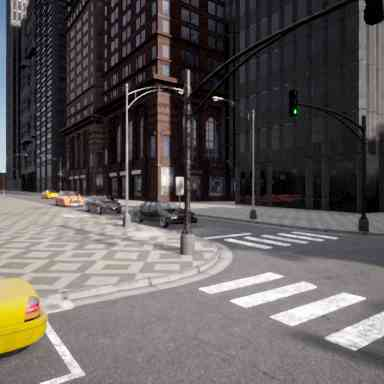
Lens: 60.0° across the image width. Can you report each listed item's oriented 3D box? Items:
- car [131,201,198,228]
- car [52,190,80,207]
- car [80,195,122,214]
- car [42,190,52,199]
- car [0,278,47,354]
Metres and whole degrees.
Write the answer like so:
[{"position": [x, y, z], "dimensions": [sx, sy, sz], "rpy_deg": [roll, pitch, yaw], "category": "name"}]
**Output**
[{"position": [-1.863, 1.236, 20.275], "dimensions": [2.033, 1.411, 5.357], "rpy_deg": [0, 1, -36], "category": "car"}, {"position": [-13.428, 0.681, 36.355], "dimensions": [2.097, 1.767, 4.553], "rpy_deg": [0, 1, -35], "category": "car"}, {"position": [-7.578, 1.012, 28.219], "dimensions": [1.837, 1.490, 4.892], "rpy_deg": [0, 1, -36], "category": "car"}, {"position": [-24.392, 0.422, 57.049], "dimensions": [1.882, 1.535, 5.008], "rpy_deg": [0, 1, -36], "category": "car"}, {"position": [-4.251, 1.525, 3.617], "dimensions": [4.829, 1.417, 1.752], "rpy_deg": [0, 0, -35], "category": "car"}]
